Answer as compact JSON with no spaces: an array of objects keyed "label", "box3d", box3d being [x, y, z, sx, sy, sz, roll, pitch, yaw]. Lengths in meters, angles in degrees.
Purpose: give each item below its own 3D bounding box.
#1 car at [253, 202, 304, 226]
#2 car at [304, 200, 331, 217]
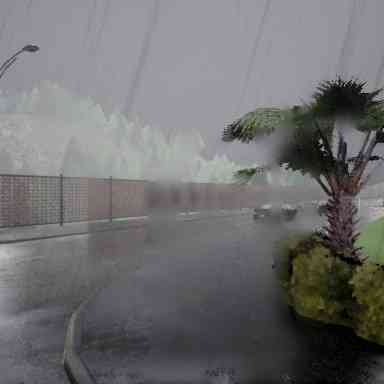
[{"label":"car","box3d":[6.142,1.477,23.835,1.882,1.535,5.008,0,0,36]},{"label":"car","box3d":[11.938,1.491,31.903,2.128,1.511,4.902,0,0,35]}]
